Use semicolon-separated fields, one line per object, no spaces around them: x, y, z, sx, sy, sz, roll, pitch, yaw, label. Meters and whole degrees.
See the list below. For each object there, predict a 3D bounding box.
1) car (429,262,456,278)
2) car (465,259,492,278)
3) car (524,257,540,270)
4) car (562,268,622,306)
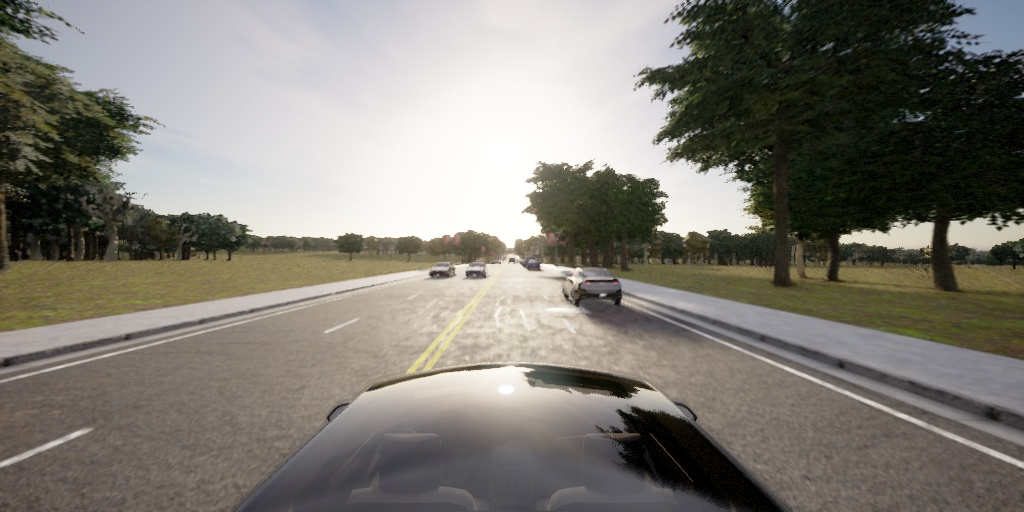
-6.583;1.319;34.566;2.033;1.411;5.357;0;0;0;car
-3.333;1.318;34.566;2.033;1.411;5.357;0;0;0;car
3.257;1.302;54.566;1.882;1.535;5.008;0;0;0;car
3.352;1.245;15.686;2.128;1.511;4.902;0;0;0;car
